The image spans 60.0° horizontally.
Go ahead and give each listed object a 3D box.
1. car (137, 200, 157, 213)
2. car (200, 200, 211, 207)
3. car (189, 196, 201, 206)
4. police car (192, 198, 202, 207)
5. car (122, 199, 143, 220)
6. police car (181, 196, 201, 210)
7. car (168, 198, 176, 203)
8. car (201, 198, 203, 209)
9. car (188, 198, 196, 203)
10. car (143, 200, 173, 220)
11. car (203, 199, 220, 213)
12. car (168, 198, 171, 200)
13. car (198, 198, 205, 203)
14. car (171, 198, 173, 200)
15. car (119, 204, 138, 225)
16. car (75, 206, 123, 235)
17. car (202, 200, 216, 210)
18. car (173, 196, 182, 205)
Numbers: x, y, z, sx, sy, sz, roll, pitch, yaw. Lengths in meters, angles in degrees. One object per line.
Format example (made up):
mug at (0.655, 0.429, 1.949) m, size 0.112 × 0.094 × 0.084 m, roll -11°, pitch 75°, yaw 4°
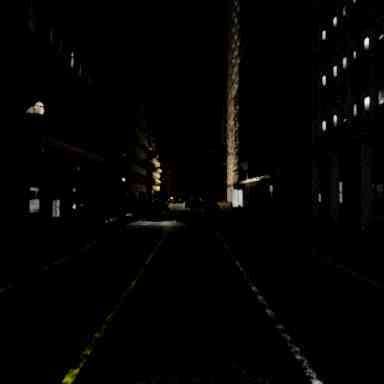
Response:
car at (-5.697, 1.848, 42.812) m, size 1.967 × 1.590 × 4.097 m, roll 0°, pitch -1°, yaw 0°
car at (2.680, 2.198, 65.405) m, size 1.947 × 1.339 × 4.313 m, roll 0°, pitch -1°, yaw 0°
car at (0.661, 1.898, 69.647) m, size 2.150 × 2.045 × 5.566 m, roll 0°, pitch -1°, yaw -4°
police car at (0.891, 2.040, 63.730) m, size 1.930 × 1.638 × 5.238 m, roll 0°, pitch -1°, yaw 0°
car at (-5.696, 1.613, 31.516) m, size 2.192 × 1.841 × 5.009 m, roll 0°, pitch -1°, yaw 0°
police car at (0.240, 1.939, 53.607) m, size 1.930 × 1.638 × 5.238 m, roll 0°, pitch -1°, yaw -18°
car at (-5.705, 2.363, 93.646) m, size 1.967 × 1.590 × 4.097 m, roll 0°, pitch -1°, yaw 0°
car at (2.683, 1.903, 48.461) m, size 1.967 × 1.590 × 4.097 m, roll 0°, pitch -1°, yaw 0°
car at (-0.013, 2.229, 88.339) m, size 1.837 × 1.490 × 4.892 m, roll 0°, pitch -1°, yaw 0°
car at (-3.103, 1.773, 31.299) m, size 1.882 × 1.535 × 5.008 m, roll 0°, pitch -1°, yaw 0°
car at (2.683, 1.935, 42.983) m, size 1.752 × 1.417 × 4.829 m, roll 0°, pitch -1°, yaw 0°
car at (-5.701, 2.197, 65.404) m, size 1.947 × 1.339 × 4.313 m, roll 0°, pitch -1°, yaw 0°
car at (2.675, 2.468, 93.646) m, size 1.887 × 1.381 × 4.507 m, roll 0°, pitch -1°, yaw 0°
car at (-5.702, 2.212, 70.883) m, size 1.752 × 1.417 × 4.829 m, roll 0°, pitch -1°, yaw 0°
car at (-5.694, 1.825, 25.866) m, size 1.802 × 1.307 × 4.206 m, roll 0°, pitch -1°, yaw 0°
car at (-5.694, 1.770, 20.217) m, size 1.802 × 1.307 × 4.206 m, roll 0°, pitch -1°, yaw 0°
car at (2.681, 2.069, 54.109) m, size 2.008 × 1.369 × 4.403 m, roll 0°, pitch -1°, yaw 0°
car at (-3.011, 1.943, 74.588) m, size 2.150 × 2.045 × 5.566 m, roll 0°, pitch -1°, yaw 0°
